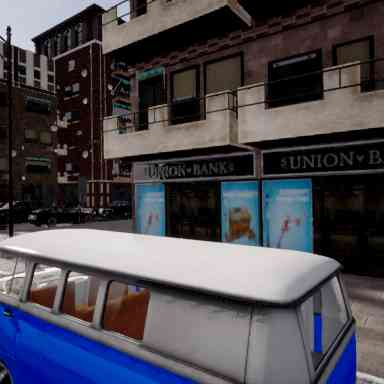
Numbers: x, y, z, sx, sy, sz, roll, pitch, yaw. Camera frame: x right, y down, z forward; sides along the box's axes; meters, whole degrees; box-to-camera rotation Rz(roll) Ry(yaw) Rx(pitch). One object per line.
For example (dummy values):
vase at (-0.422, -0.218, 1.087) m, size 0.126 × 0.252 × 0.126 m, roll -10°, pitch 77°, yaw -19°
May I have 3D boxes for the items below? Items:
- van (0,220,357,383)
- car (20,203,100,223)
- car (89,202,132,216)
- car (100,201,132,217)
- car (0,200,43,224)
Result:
van at (-0.549, 1.342, 3.242) m, size 3.998 × 1.788 × 1.690 m, roll 0°, pitch -1°, yaw 35°
car at (-8.722, 1.583, 22.381) m, size 1.947 × 1.339 × 4.313 m, roll -2°, pitch -1°, yaw 36°
car at (-8.851, 1.797, 36.432) m, size 1.947 × 1.339 × 4.313 m, roll -2°, pitch -1°, yaw 36°
car at (-7.370, 1.671, 34.064) m, size 2.128 × 1.511 × 4.902 m, roll -1°, pitch -1°, yaw 36°
car at (-13.446, 1.473, 25.733) m, size 2.097 × 1.767 × 4.553 m, roll -1°, pitch -1°, yaw 36°
